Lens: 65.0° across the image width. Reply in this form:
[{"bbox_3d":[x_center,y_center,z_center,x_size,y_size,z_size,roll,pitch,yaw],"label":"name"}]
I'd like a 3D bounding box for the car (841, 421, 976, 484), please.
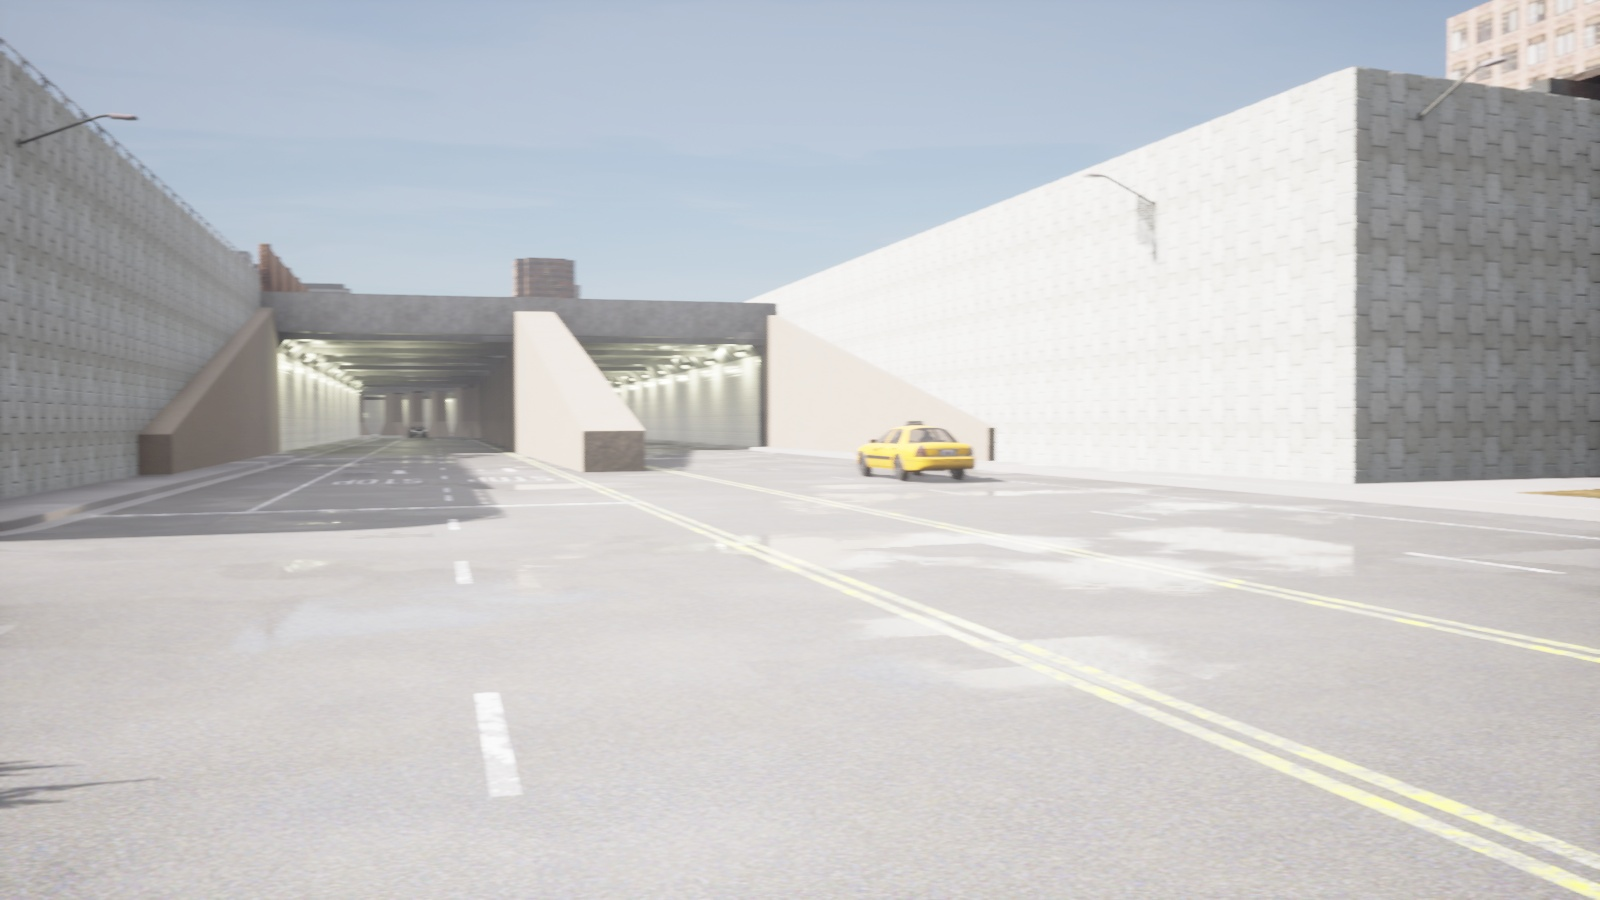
[{"bbox_3d":[2.835,-0.002,34.265,1.801,1.575,5.366,0,1,-17],"label":"car"}]
